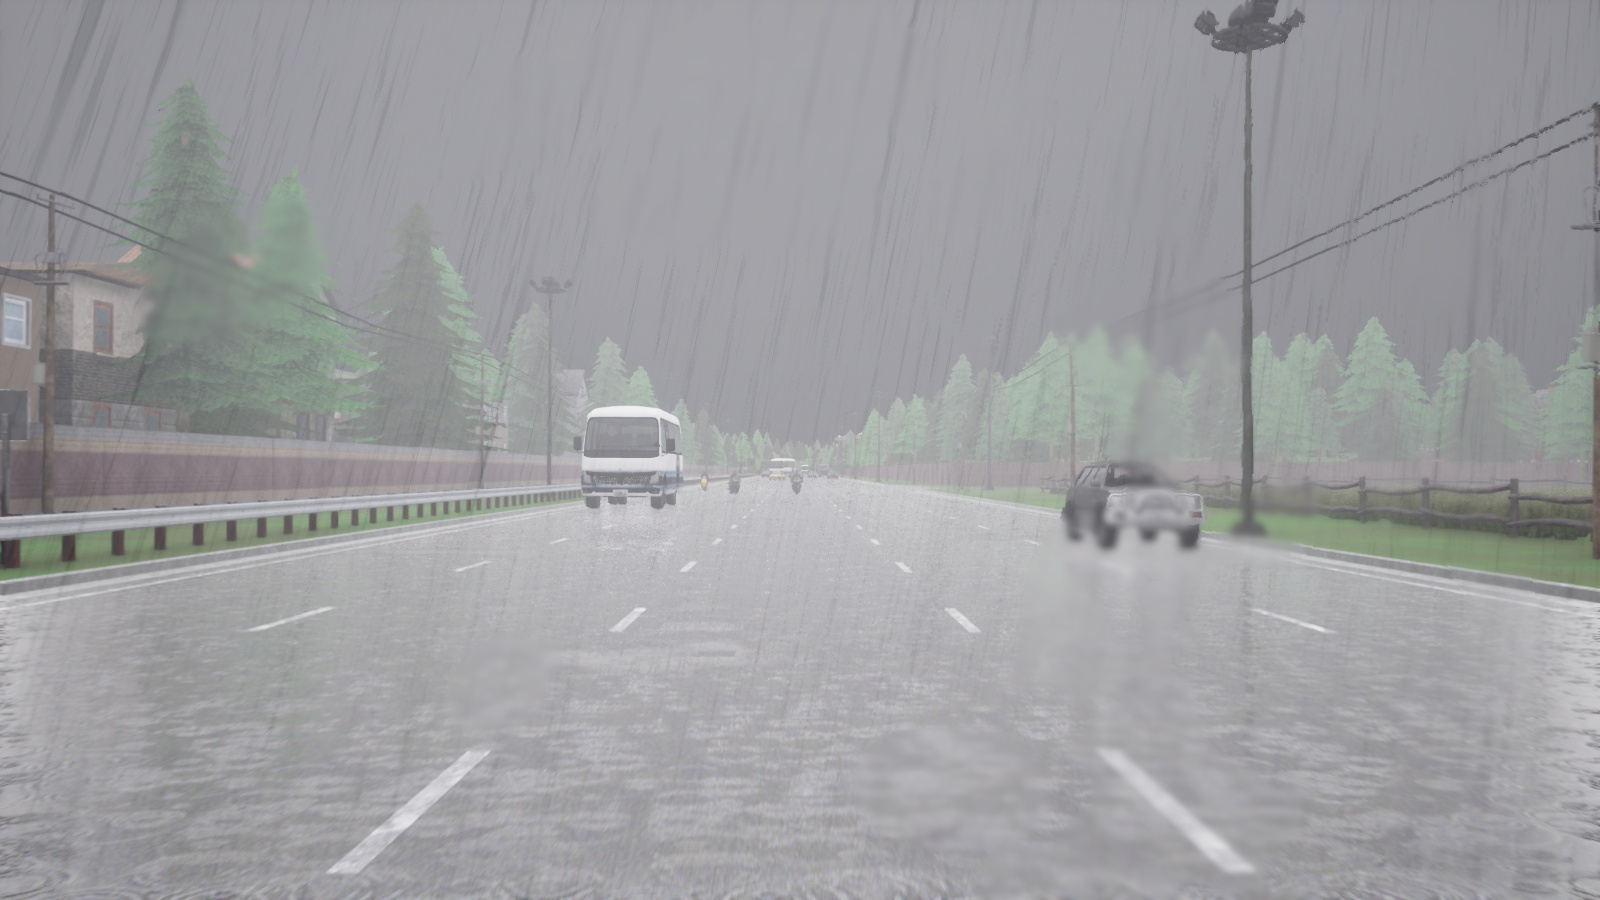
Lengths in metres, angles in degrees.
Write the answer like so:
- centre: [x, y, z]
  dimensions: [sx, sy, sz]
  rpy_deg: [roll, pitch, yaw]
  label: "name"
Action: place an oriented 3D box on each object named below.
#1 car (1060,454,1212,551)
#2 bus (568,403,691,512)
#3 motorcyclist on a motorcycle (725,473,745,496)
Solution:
- centre: [6.936, 1.046, 26.432]
  dimensions: [1.932, 1.855, 4.605]
  rpy_deg: [0, -1, 0]
  label: "car"
- centre: [-7.136, 0.376, 54.297]
  dimensions: [3.944, 4.253, 10.273]
  rpy_deg: [0, -1, 0]
  label: "bus"
- centre: [-4.371, 2.276, 84.130]
  dimensions: [0.866, 1.530, 2.191]
  rpy_deg: [0, -1, -15]
  label: "motorcyclist on a motorcycle"
